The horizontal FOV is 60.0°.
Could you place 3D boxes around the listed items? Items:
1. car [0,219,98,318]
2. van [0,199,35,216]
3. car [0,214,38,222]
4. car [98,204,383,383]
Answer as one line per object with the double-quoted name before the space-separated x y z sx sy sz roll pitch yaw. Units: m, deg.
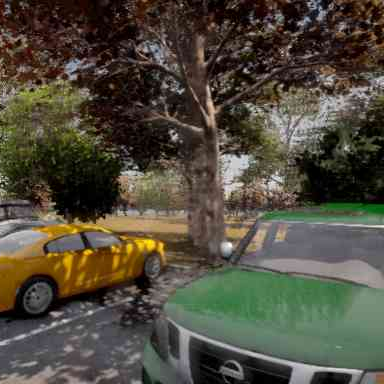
"car" -2.683 1.485 7.668 2.097 1.535 5.008 0 0 36
"van" -7.224 1.263 11.057 1.878 1.987 4.442 0 0 36
"car" -5.035 1.527 9.355 2.002 1.452 4.674 0 0 36
"car" 1.815 1.229 4.431 2.435 2.045 5.566 0 0 35
